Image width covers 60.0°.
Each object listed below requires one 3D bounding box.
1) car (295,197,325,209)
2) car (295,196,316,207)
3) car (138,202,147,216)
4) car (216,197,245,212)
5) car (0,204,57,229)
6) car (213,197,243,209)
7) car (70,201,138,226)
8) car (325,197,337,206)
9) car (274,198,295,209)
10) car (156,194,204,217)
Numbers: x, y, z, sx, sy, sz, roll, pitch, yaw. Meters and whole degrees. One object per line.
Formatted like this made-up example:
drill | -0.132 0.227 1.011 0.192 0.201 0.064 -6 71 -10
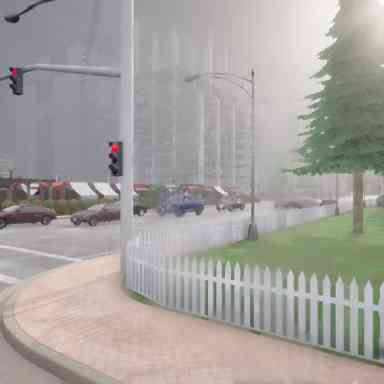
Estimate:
car | 14.911 1.564 42.047 1.994 1.385 4.181 0 0 34
car | 18.269 1.478 53.306 1.882 1.535 5.008 0 0 34
car | -6.169 1.478 29.887 1.882 1.535 5.008 0 0 34
car | 4.669 1.492 39.694 2.128 1.511 4.902 0 0 34
car | -11.386 1.526 22.140 1.812 1.442 4.674 0 0 36
car | 5.181 1.492 46.672 2.128 1.511 4.902 0 0 34
car | -6.271 1.526 23.431 1.812 1.442 4.674 0 0 34
car | 21.100 1.526 51.245 1.812 1.442 4.674 0 0 34
car | 12.749 1.547 45.107 2.033 1.411 5.357 0 0 34
car | -0.964 1.221 31.352 2.150 2.045 5.566 0 0 34
